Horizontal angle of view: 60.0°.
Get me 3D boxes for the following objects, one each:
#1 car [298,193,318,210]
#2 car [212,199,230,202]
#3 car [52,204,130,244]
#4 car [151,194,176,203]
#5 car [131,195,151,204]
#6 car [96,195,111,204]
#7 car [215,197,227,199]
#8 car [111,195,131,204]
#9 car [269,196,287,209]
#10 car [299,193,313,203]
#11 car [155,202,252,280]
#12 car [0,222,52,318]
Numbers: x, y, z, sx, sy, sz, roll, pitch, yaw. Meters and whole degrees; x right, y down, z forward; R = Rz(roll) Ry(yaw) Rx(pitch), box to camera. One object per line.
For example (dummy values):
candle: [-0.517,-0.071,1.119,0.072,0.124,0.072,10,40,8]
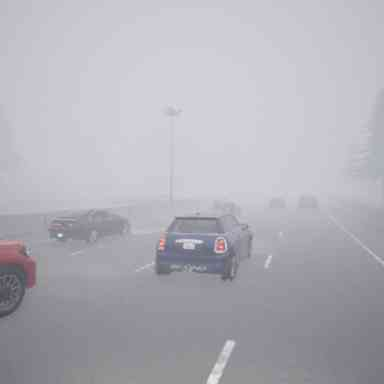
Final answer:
car: [13.664,1.129,39.250,2.097,1.767,4.553,0,1,18]
car: [3.053,1.560,29.259,1.895,1.301,4.718,0,0,18]
car: [-4.817,1.562,16.383,1.837,1.490,4.892,0,0,18]
car: [-4.200,1.166,52.547,2.097,1.767,4.553,0,1,18]
car: [-7.537,1.240,53.601,1.994,1.385,4.181,0,1,18]
car: [-14.193,1.329,55.769,2.128,1.511,4.902,0,1,18]
car: [3.744,1.345,42.702,1.812,1.442,4.674,0,1,18]
car: [-10.873,1.451,54.658,1.895,1.301,4.718,0,1,18]
car: [10.799,1.247,41.759,1.882,1.535,5.008,0,0,18]
car: [19.301,0.922,56.585,2.128,1.511,4.902,0,1,18]
car: [0.594,1.385,10.391,2.097,1.767,4.553,0,0,18]
car: [-4.919,1.259,4.750,2.150,2.045,5.566,0,0,18]
